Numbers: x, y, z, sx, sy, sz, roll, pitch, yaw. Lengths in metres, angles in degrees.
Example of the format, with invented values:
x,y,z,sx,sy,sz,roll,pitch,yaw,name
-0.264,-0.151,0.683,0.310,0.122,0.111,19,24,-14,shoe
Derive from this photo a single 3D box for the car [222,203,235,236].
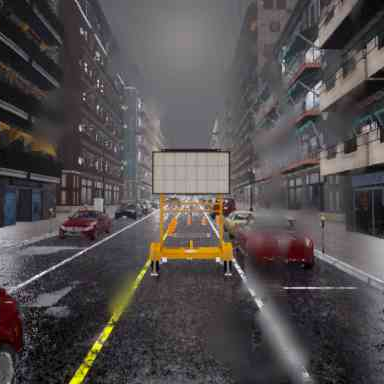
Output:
x,y,z,sx,sy,sz,roll,pitch,yaw,name
2.591,1.537,17.143,1.752,1.417,4.829,2,0,0,car

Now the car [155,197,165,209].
x,y,z,sx,sy,sz,roll,pitch,yaw,name
-5.288,1.584,45.301,2.008,1.369,4.403,2,0,0,car

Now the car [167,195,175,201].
x,y,z,sx,sy,sz,roll,pitch,yaw,name
-5.285,1.595,84.782,1.752,1.417,4.829,2,0,0,car

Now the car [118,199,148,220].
x,y,z,sx,sy,sz,roll,pitch,yaw,name
-5.289,1.585,28.308,1.947,1.339,4.313,2,0,0,car

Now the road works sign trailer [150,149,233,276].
x,y,z,sx,sy,sz,roll,pitch,yaw,name
-0.022,0.471,10.383,2.380,3.560,2.880,0,0,0,road works sign trailer

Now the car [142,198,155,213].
x,y,z,sx,sy,sz,roll,pitch,yaw,name
-5.284,1.464,33.972,1.967,1.590,4.097,2,0,0,car

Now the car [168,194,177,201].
x,y,z,sx,sy,sz,roll,pitch,yaw,name
-5.277,1.392,90.617,2.192,1.841,5.009,2,0,0,car

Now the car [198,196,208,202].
x,y,z,sx,sy,sz,roll,pitch,yaw,name
2.593,1.614,79.281,2.008,1.369,4.403,2,0,0,car

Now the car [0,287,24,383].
x,y,z,sx,sy,sz,roll,pitch,yaw,name
-2.851,1.527,2.088,1.812,1.442,4.674,0,0,0,car

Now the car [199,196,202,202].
x,y,z,sx,sy,sz,roll,pitch,yaw,name
2.592,1.608,56.625,1.947,1.339,4.313,2,0,0,car

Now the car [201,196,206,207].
x,y,z,sx,sy,sz,roll,pitch,yaw,name
2.593,1.558,45.466,1.752,1.417,4.829,2,0,0,car

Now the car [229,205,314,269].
x,y,z,sx,sy,sz,roll,pitch,yaw,name
2.594,1.448,11.309,1.967,1.590,4.097,2,0,0,car

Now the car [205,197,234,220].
x,y,z,sx,sy,sz,roll,pitch,yaw,name
2.598,1.334,28.302,2.192,1.841,5.009,2,0,0,car

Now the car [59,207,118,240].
x,y,z,sx,sy,sz,roll,pitch,yaw,name
-5.290,1.593,16.978,1.802,1.307,4.206,2,0,0,car

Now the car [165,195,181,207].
x,y,z,sx,sy,sz,roll,pitch,yaw,name
-2.748,1.563,52.246,1.812,1.442,4.674,0,0,0,car
